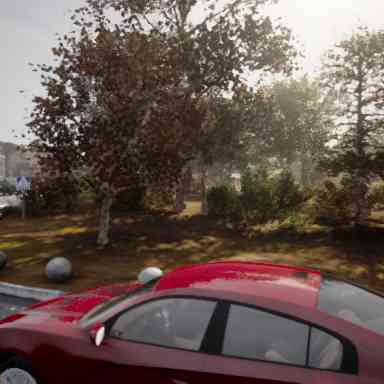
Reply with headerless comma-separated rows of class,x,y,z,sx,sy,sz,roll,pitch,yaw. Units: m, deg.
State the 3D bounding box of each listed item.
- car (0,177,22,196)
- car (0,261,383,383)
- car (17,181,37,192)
car,-24.613,-0.594,44.524,2.150,2.045,5.566,0,3,-12
car,0.219,1.479,3.299,5.008,1.535,1.882,-1,0,23
car,-27.018,-0.919,54.699,1.837,1.490,4.892,0,3,-13
